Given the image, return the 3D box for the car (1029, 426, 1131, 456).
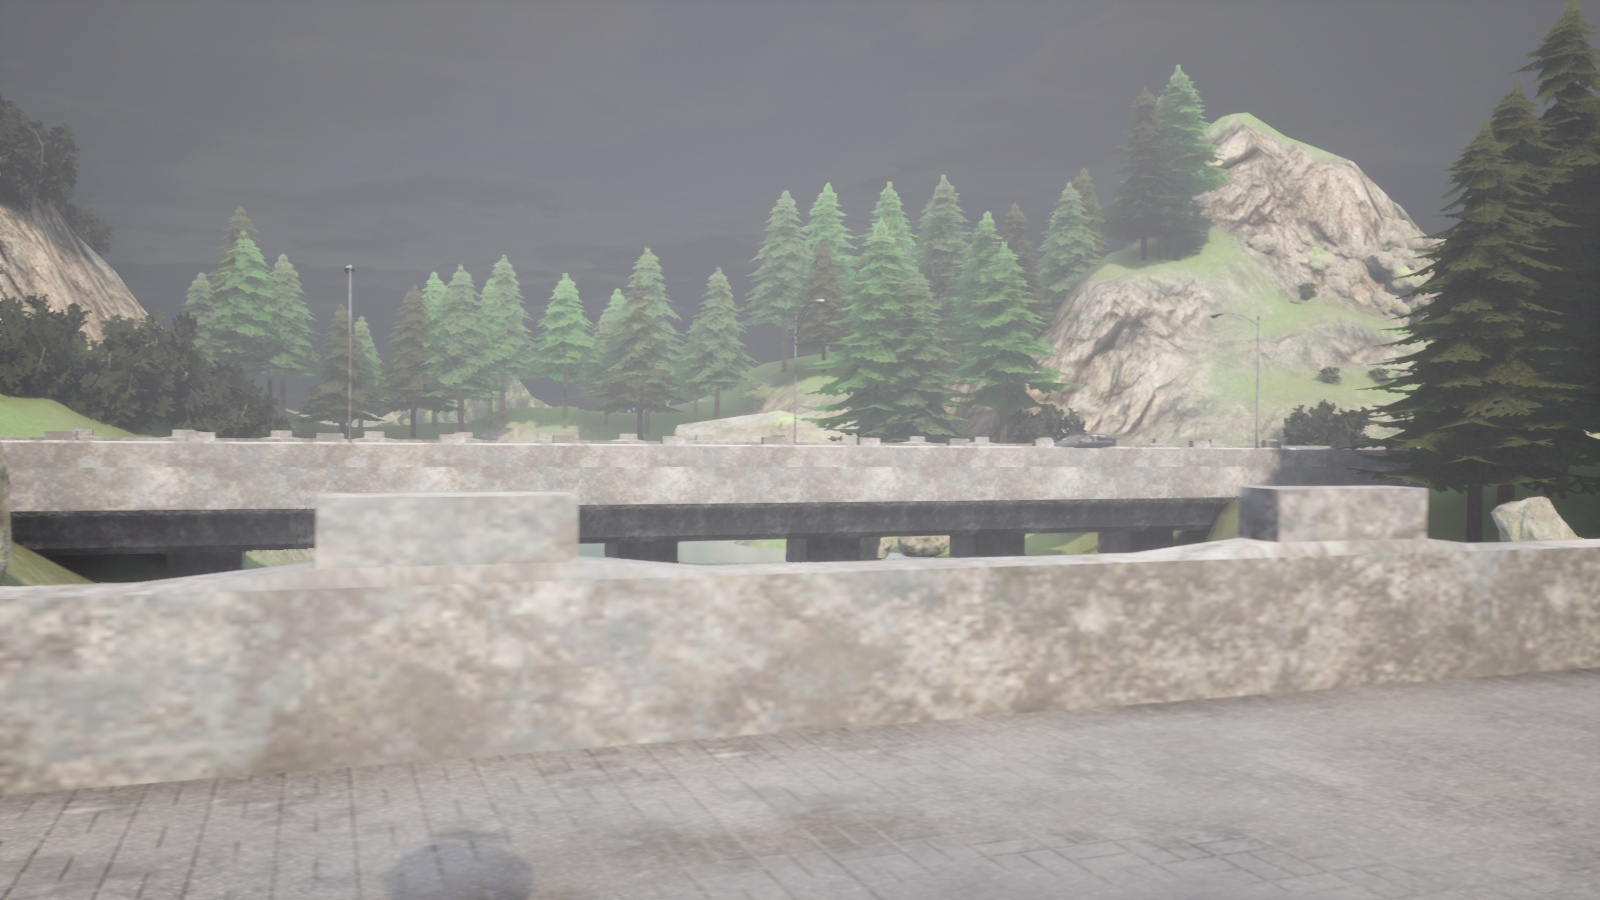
[{"bbox_3d":[14.864,-0.490,66.645,4.902,1.511,2.128,-1,1,-21],"label":"car"}]
